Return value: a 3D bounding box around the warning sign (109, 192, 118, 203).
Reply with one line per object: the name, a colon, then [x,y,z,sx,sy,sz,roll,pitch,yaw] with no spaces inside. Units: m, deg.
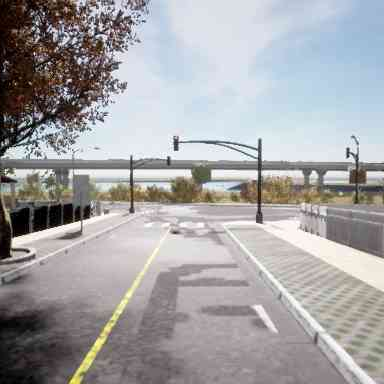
warning sign: [-14.247,0.997,60.260,1.060,1.860,1.300,2,1,36]
